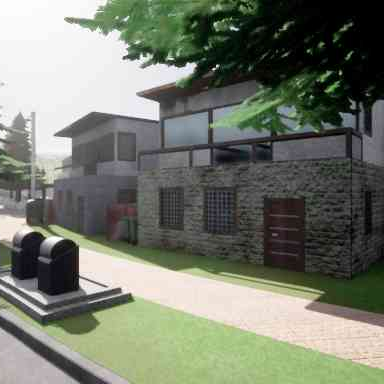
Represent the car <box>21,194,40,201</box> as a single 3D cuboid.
[{"bbox_3d":[-40.723,1.495,81.524,5.008,1.535,1.882,0,0,-30],"label":"car"}]
